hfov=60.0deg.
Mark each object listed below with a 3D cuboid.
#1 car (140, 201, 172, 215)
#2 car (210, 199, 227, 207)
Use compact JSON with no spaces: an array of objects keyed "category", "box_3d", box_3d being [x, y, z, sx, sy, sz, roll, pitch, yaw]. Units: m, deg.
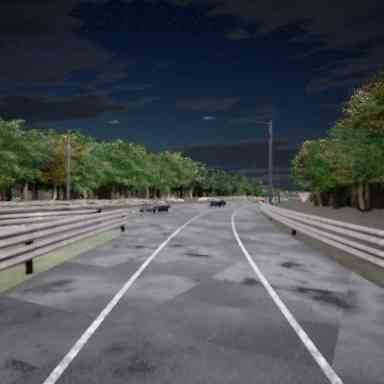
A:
[{"category":"car","box_3d":[-3.979,1.716,37.170,2.128,1.511,4.902,0,0,23]},{"category":"car","box_3d":[4.639,1.871,58.147,1.882,1.535,5.008,0,0,22]}]
